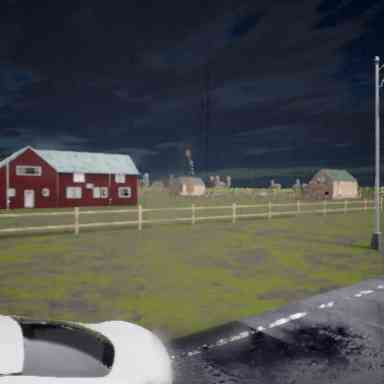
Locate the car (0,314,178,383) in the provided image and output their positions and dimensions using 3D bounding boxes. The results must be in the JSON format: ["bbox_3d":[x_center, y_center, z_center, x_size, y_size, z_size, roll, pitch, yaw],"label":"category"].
[{"bbox_3d":[-2.150,1.529,1.528,4.674,1.442,1.812,0,0,-35],"label":"car"}]
